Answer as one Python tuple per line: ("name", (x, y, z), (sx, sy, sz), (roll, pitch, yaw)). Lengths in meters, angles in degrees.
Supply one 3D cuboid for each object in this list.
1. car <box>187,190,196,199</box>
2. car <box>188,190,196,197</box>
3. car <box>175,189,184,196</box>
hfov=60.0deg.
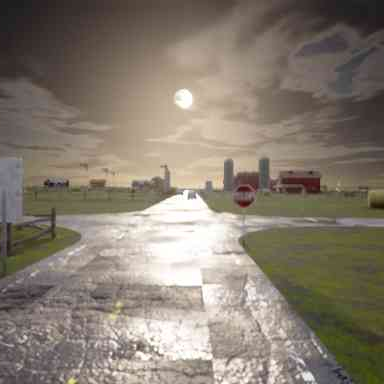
("car", (-0.025, 0.613, 68.418), (2.033, 1.411, 5.357), (0, 1, 0))
("car", (-0.030, 0.287, 78.837), (1.882, 1.535, 5.008), (0, 1, 0))
("car", (-2.779, 0.109, 73.832), (1.837, 1.490, 4.892), (0, 1, 0))
